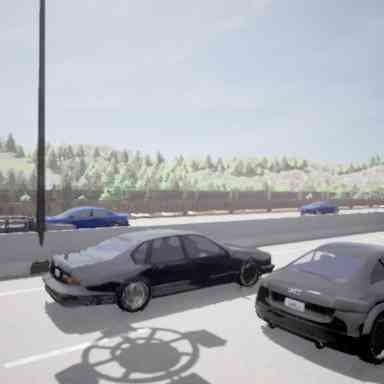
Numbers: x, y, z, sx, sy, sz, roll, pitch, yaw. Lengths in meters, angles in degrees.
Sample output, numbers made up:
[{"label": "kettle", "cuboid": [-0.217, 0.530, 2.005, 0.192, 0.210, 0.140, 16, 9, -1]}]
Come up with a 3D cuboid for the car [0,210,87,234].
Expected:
[{"label": "car", "cuboid": [-6.887, 1.557, 11.975, 5.357, 1.411, 2.033, 1, 0, -35]}]

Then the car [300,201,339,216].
[{"label": "car", "cuboid": [13.446, 1.709, 35.009, 5.008, 1.535, 1.882, 0, 0, -35]}]

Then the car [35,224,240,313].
[{"label": "car", "cuboid": [-0.480, 1.575, 7.697, 5.357, 1.411, 2.033, 1, 0, -35]}]

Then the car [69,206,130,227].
[{"label": "car", "cuboid": [-5.697, 1.515, 17.116, 5.008, 1.535, 1.882, 1, 0, -35]}]

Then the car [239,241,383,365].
[{"label": "car", "cuboid": [3.112, 1.605, 5.959, 4.181, 1.385, 1.994, 1, 0, -35]}]
